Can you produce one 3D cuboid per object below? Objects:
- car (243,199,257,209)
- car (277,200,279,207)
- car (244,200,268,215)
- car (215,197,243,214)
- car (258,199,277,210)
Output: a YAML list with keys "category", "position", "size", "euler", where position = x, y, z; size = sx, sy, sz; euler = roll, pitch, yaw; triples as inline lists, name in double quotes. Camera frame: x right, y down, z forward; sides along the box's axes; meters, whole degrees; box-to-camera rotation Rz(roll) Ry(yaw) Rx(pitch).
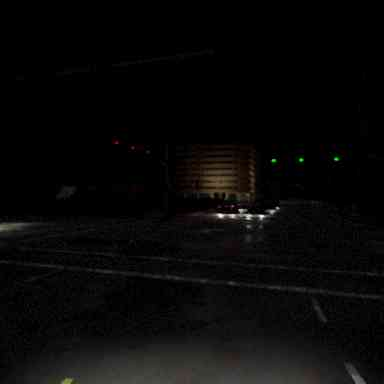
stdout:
- category: "car"
  position: [9.593, 2.227, 57.757]
  size: [1.812, 1.442, 4.674]
  euler: [0, -1, 18]
- category: "car"
  position: [17.582, 2.390, 70.950]
  size: [1.882, 1.535, 5.008]
  euler: [0, -1, 18]
- category: "car"
  position: [8.127, 2.048, 41.952]
  size: [1.812, 1.442, 4.674]
  euler: [0, 0, 18]
- category: "car"
  position: [4.763, 1.850, 42.930]
  size: [2.097, 1.767, 4.553]
  euler: [0, -1, 18]
- category: "car"
  position: [12.876, 2.198, 56.532]
  size: [1.882, 1.535, 5.008]
  euler: [0, -1, 18]
